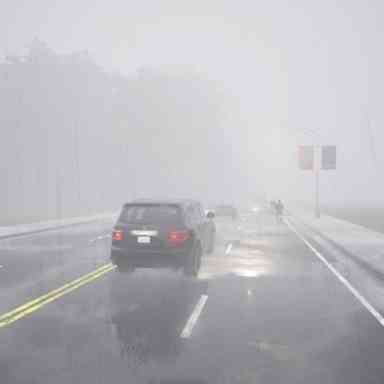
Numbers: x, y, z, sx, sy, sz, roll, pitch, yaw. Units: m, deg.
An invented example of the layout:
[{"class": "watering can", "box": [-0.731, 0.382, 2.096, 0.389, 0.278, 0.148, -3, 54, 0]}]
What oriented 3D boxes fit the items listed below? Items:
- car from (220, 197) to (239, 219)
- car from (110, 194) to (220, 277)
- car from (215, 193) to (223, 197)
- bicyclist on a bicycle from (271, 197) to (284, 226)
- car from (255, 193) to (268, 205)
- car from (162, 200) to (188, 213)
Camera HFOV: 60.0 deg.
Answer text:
[{"class": "car", "box": [3.010, 1.498, 28.821, 2.128, 1.511, 4.902, 0, 0, 11]}, {"class": "car", "box": [-0.610, 1.223, 10.514, 2.150, 2.045, 5.566, 0, 0, 11]}, {"class": "car", "box": [6.267, 1.141, 79.308, 2.150, 2.045, 5.566, 0, 0, 11]}, {"class": "bicyclist on a bicycle", "box": [5.878, 1.375, 22.479, 0.659, 1.776, 1.843, 0, 0, 11]}, {"class": "car", "box": [12.917, 1.258, 62.110, 2.150, 2.045, 5.566, 0, 0, 10]}, {"class": "car", "box": [-1.861, 1.610, 38.722, 1.895, 1.301, 4.718, 0, 0, 11]}]
